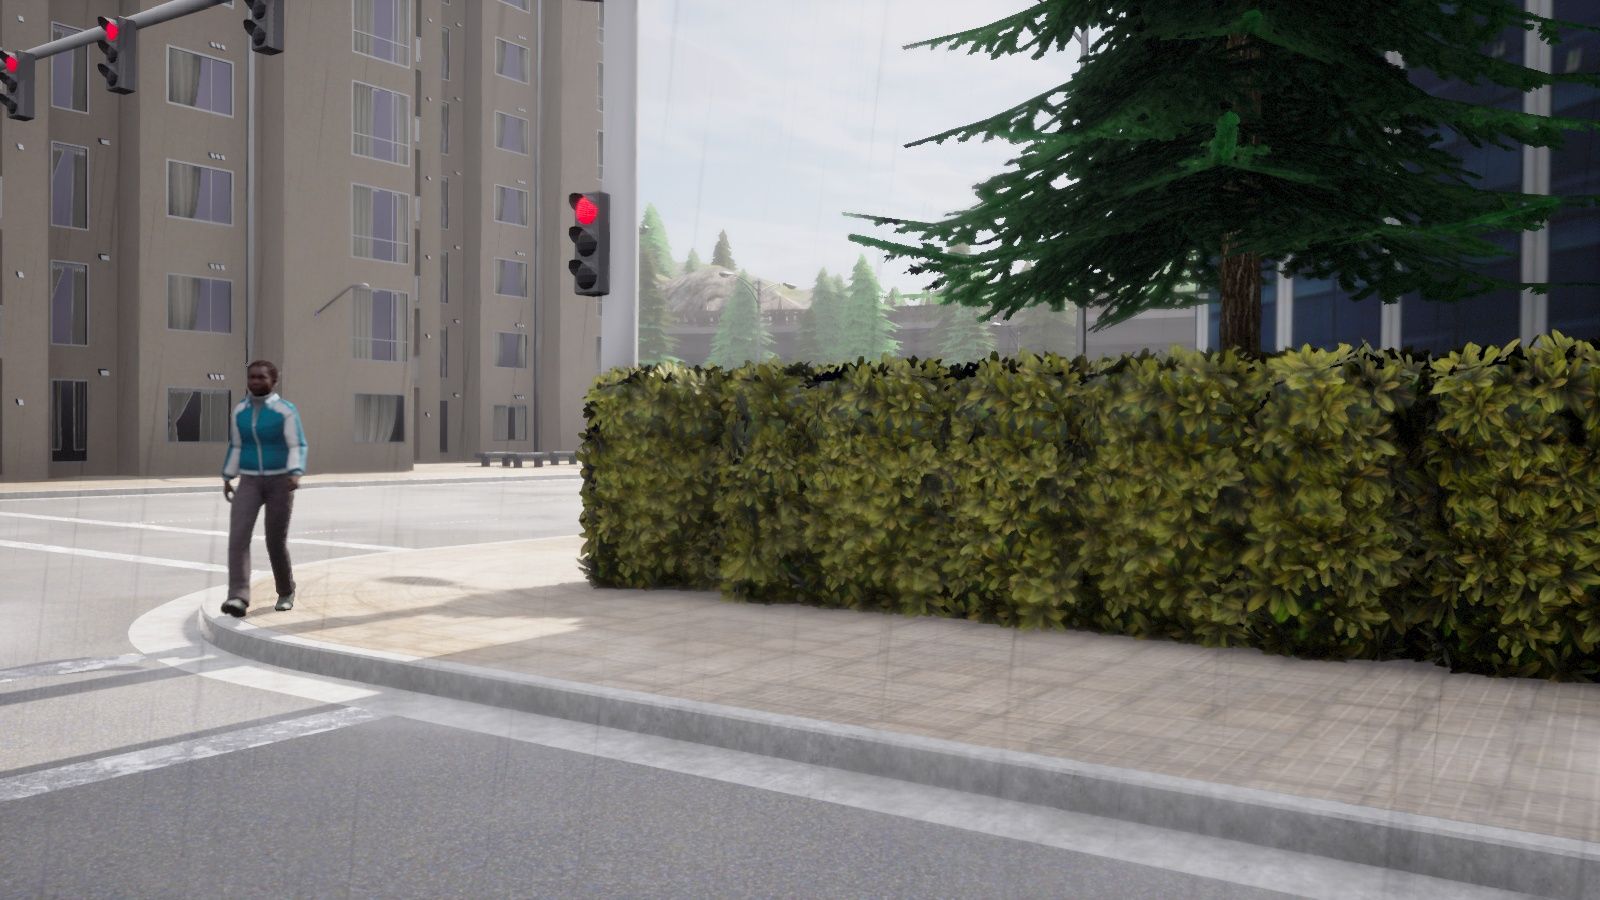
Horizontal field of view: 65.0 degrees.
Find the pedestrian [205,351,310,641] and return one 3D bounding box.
[{"bbox_3d":[-3.758,0.304,8.736,0.396,1.930,0.692,-1,1,1],"label":"pedestrian"}]
